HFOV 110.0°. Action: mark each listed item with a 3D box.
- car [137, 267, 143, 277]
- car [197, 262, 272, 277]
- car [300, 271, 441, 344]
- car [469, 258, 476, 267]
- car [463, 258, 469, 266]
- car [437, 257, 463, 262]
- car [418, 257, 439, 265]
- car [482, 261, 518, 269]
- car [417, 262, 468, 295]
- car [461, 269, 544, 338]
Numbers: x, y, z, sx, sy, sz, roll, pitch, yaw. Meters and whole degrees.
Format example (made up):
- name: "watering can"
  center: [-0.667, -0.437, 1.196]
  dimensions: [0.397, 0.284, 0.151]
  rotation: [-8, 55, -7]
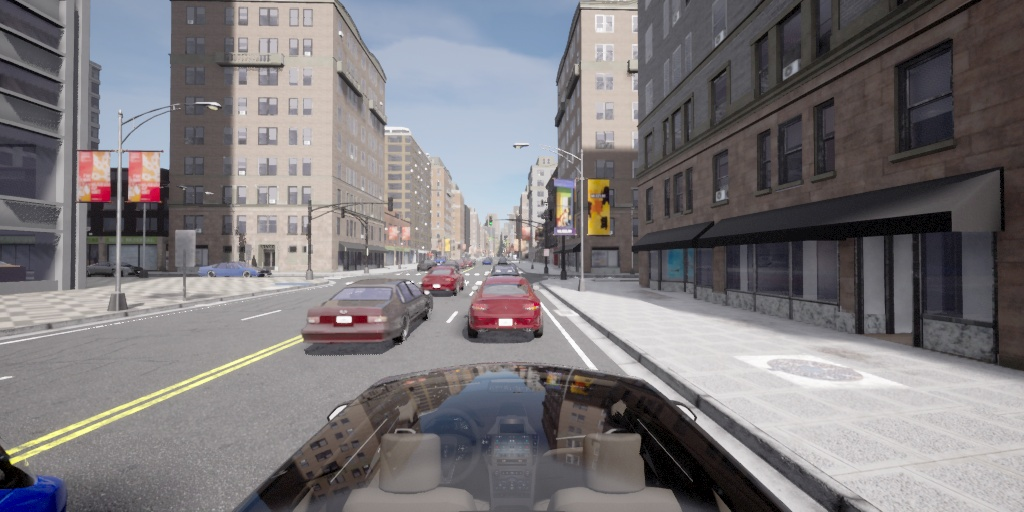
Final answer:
- name: "car"
  center: [-33.647, 1.169, 30.365]
  dimensions: [4.181, 1.385, 1.994]
  rotation: [0, -1, -2]
- name: "car"
  center: [-23.681, 1.194, 30.689]
  dimensions: [5.357, 1.411, 2.033]
  rotation: [0, -1, 1]
- name: "car"
  center: [-3.416, 1.298, 9.577]
  dimensions: [2.033, 1.411, 5.357]
  rotation: [0, 0, -2]
- name: "car"
  center: [-8.278, 1.063, 64.579]
  dimensions: [2.097, 1.767, 4.553]
  rotation: [0, 0, -1]
- name: "car"
  center: [-8.051, 1.247, 54.704]
  dimensions: [1.812, 1.442, 4.674]
  rotation: [0, 0, -1]
- name: "car"
  center: [-7.807, 1.207, 45.500]
  dimensions: [1.882, 1.535, 5.008]
  rotation: [0, 0, -2]
- name: "car"
  center: [-11.105, 1.206, 47.201]
  dimensions: [1.882, 1.535, 5.008]
  rotation: [0, 0, -1]
- name: "car"
  center: [-0.429, 1.240, 19.647]
  dimensions: [2.128, 1.511, 4.902]
  rotation: [0, 0, -3]
- name: "car"
  center: [-3.682, 1.274, 19.521]
  dimensions: [1.812, 1.442, 4.674]
  rotation: [0, 0, -1]
- name: "car"
  center: [-0.183, 1.276, 10.120]
  dimensions: [1.812, 1.442, 4.674]
  rotation: [0, 0, -1]
